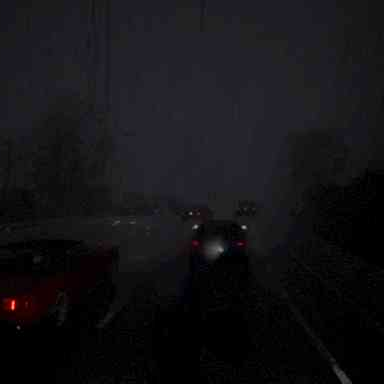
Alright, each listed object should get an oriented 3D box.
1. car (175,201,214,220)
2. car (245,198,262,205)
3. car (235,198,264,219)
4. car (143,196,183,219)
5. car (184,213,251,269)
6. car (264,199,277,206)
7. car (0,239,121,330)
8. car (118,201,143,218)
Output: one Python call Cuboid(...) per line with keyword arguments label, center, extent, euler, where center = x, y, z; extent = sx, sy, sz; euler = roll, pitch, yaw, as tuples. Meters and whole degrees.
Cuboid(label="car", center=(0.585, 1.750, 28.412), extent=(2.033, 1.411, 5.357), euler=(0, 0, 15))
Cuboid(label="car", center=(13.203, 2.070, 70.877), extent=(1.994, 1.385, 4.181), euler=(0, 0, 35))
Cuboid(label="car", center=(5.611, 1.606, 32.871), extent=(2.097, 1.767, 4.553), euler=(0, 0, 17))
Cuboid(label="car", center=(-2.322, 1.433, 31.668), extent=(2.150, 2.045, 5.566), euler=(0, 0, 16))
Cuboid(label="car", center=(0.961, 1.650, 11.570), extent=(1.994, 1.385, 4.181), euler=(0, 0, 6))
Cuboid(label="car", center=(15.904, 2.121, 68.645), extent=(1.895, 1.301, 4.718), euler=(0, 0, 35))
Cuboid(label="car", center=(-3.000, 1.644, 7.016), extent=(1.895, 1.301, 4.718), euler=(0, 0, 4))
Cuboid(label="car", center=(-5.514, 1.685, 33.042), extent=(1.882, 1.535, 5.008), euler=(0, 0, 17))
